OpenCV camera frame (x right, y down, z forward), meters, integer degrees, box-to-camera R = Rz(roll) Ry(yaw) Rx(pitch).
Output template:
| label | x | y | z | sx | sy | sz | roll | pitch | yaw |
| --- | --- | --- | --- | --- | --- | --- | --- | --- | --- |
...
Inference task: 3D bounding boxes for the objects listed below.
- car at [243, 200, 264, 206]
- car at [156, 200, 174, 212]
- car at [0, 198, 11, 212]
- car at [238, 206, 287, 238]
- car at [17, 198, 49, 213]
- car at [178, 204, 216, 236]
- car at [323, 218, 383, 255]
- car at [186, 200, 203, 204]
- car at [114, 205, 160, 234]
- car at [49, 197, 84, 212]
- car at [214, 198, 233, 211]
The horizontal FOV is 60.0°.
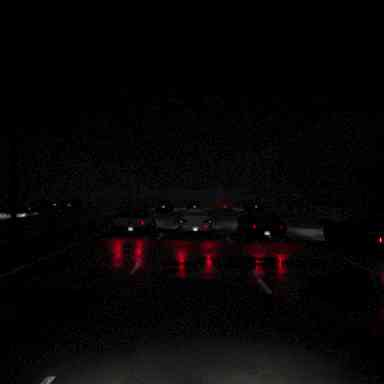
| label | x | y | z | sx | sy | sz | roll | pitch | yaw |
| --- | --- | --- | --- | --- | --- | --- | --- | --- | --- |
| car | 7.305 | 1.606 | 39.785 | 1.994 | 1.385 | 4.181 | 0 | 1 | 0 |
| car | -3.198 | 1.592 | 39.284 | 1.994 | 1.385 | 4.181 | 0 | 1 | 0 |
| car | -20.893 | 1.499 | 38.072 | 2.128 | 1.511 | 4.902 | 0 | 0 | 0 |
| car | 3.689 | 1.711 | 18.417 | 1.895 | 1.301 | 4.718 | 0 | 0 | 0 |
| car | -17.393 | 1.504 | 38.073 | 2.128 | 1.511 | 4.902 | 0 | 0 | 0 |
| car | 0.191 | 1.630 | 18.975 | 1.812 | 1.442 | 4.674 | 0 | 0 | 0 |
| car | 7.165 | 1.706 | 13.779 | 1.895 | 1.301 | 4.718 | 0 | 0 | 0 |
| car | 0.302 | 1.599 | 39.247 | 1.994 | 1.385 | 4.181 | 0 | 1 | 0 |
| car | -3.301 | 1.701 | 20.181 | 1.895 | 1.301 | 4.718 | 0 | 0 | 0 |
| car | -13.896 | 1.375 | 37.572 | 2.097 | 1.767 | 4.553 | 0 | 0 | 0 |
| car | 3.810 | 1.506 | 40.617 | 1.882 | 1.535 | 5.008 | 0 | 1 | 0 |
